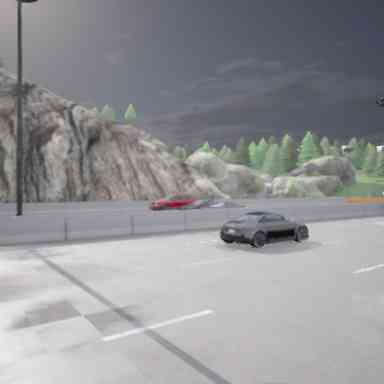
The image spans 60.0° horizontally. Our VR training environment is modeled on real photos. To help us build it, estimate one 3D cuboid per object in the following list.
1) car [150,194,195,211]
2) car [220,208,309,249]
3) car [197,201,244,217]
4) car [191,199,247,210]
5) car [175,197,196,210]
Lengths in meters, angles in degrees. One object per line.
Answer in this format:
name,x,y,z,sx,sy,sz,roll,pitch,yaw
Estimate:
car,-1.922,1.232,36.972,5.566,2.045,2.150,0,0,-35
car,3.248,1.565,14.680,4.181,1.385,1.994,0,0,-36
car,2.730,1.570,31.687,4.181,1.385,1.994,0,0,-35
car,2.576,1.530,27.301,4.674,1.442,1.812,0,0,-35
car,1.286,1.555,34.945,5.357,1.411,2.033,0,0,-35
